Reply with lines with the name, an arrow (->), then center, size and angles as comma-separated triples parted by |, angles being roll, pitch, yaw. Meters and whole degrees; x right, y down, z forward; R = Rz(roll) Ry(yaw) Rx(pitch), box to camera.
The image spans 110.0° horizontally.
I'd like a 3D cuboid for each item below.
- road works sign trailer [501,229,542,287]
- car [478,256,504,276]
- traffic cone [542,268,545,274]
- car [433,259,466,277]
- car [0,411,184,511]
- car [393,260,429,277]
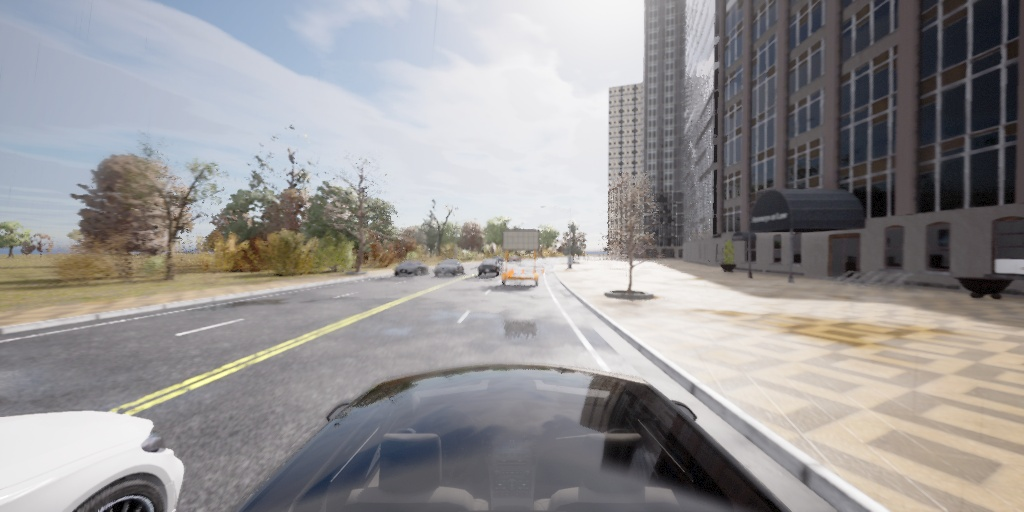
road works sign trailer -> 0.559, 0.051, 22.917 | 2.380, 3.560, 2.880 | 0, 0, 4
car -> -1.866, 1.026, 32.433 | 1.812, 1.442, 4.674 | 0, 0, 5
traffic cone -> 3.105, 1.454, 35.766 | 0.340, 0.580, 0.340 | 0, 0, 4
car -> -5.383, 1.018, 31.272 | 1.812, 1.442, 4.674 | 0, 0, 5
car -> -3.132, 1.272, 0.438 | 1.812, 1.442, 4.674 | 0, 1, 0
car -> -8.651, 1.042, 31.132 | 1.994, 1.385, 4.181 | 0, 0, 5
